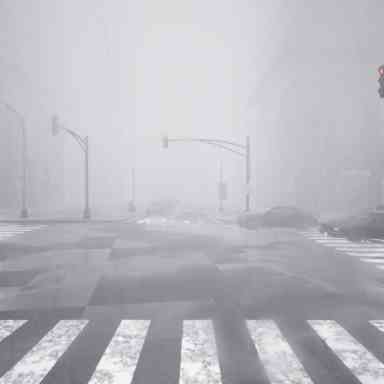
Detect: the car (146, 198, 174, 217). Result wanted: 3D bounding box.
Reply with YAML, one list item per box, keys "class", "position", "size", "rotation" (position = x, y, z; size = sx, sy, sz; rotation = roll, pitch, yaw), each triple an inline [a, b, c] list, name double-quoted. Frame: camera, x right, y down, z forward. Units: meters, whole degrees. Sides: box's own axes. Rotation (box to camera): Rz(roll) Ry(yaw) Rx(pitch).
- class: "car"
  position: [-3.123, 1.540, 31.334]
  size: [2.033, 1.411, 5.357]
  rotation: [0, 0, 0]

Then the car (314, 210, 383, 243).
- class: "car"
  position: [9.088, 1.611, 16.130]
  size: [5.357, 1.411, 2.033]
  rotation: [0, 1, -3]

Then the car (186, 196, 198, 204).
- class: "car"
  position: [-0.021, 1.513, 62.664]
  size: [1.812, 1.442, 4.674]
  rotation: [0, 0, 0]

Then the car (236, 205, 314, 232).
- class: "car"
  position: [4.967, 1.505, 19.602]
  size: [4.674, 1.442, 1.812]
  rotation: [1, 1, 0]

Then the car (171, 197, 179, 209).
- class: "car"
  position: [-3.130, 1.538, 42.338]
  size: [2.033, 1.411, 5.357]
  rotation: [0, 0, 0]
